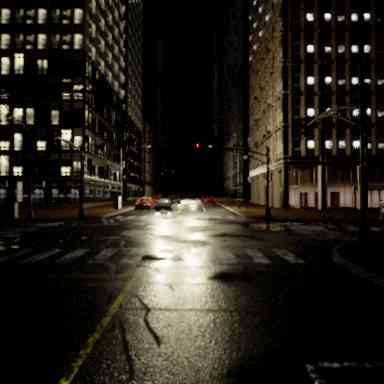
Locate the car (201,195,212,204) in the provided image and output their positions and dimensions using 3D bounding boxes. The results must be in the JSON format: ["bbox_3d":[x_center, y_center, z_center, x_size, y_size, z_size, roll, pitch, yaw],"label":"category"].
[{"bbox_3d":[2.727,1.395,62.502,1.752,1.417,4.829,1,0,0],"label":"car"}]

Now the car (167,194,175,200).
[{"bbox_3d":[-5.644,1.357,90.143,1.887,1.381,4.507,1,0,0],"label":"car"}]

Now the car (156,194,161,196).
[{"bbox_3d":[-5.653,1.208,51.117,2.192,1.841,5.009,1,0,0],"label":"car"}]

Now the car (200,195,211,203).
[{"bbox_3d":[2.728,1.424,67.909,1.947,1.339,4.313,1,0,0],"label":"car"}]

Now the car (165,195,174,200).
[{"bbox_3d":[-5.646,1.375,84.568,2.008,1.369,4.403,1,0,0],"label":"car"}]

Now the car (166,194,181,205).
[{"bbox_3d":[-3.012,1.232,56.859,2.097,1.767,4.553,0,0,1],"label":"car"}]

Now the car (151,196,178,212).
[{"bbox_3d":[-3.080,1.468,37.772,2.033,1.411,5.357,0,0,0],"label":"car"}]

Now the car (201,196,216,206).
[{"bbox_3d":[2.721,1.475,51.176,1.802,1.307,4.206,1,0,0],"label":"car"}]

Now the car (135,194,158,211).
[{"bbox_3d":[-5.660,1.356,39.967,1.967,1.590,4.097,1,0,0],"label":"car"}]

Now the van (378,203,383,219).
[{"bbox_3d":[15.992,1.402,24.467,3.998,1.788,1.690,0,-1,0],"label":"van"}]

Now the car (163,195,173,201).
[{"bbox_3d":[-5.648,1.380,78.993,1.887,1.381,4.507,1,0,0],"label":"car"}]

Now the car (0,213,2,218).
[{"bbox_3d":[-16.482,1.446,24.551,4.097,1.590,1.967,0,-1,0],"label":"car"}]
